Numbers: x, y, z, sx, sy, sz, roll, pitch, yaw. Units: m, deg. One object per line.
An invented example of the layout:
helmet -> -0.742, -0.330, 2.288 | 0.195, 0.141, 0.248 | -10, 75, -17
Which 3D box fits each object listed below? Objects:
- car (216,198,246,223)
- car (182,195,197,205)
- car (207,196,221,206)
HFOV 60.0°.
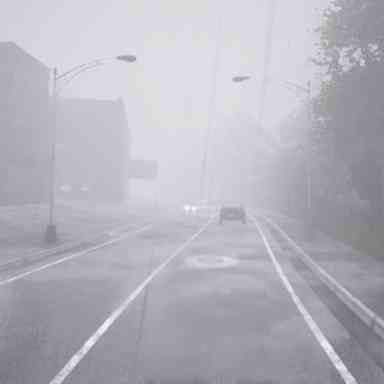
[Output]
car -> 3.137, 1.509, 25.906 | 1.882, 1.535, 5.008 | 0, 1, 7
car -> -0.446, 1.237, 51.424 | 2.128, 1.511, 4.902 | 1, 1, -7
car -> 3.521, 1.359, 49.625 | 1.812, 1.442, 4.674 | 1, 1, -6
